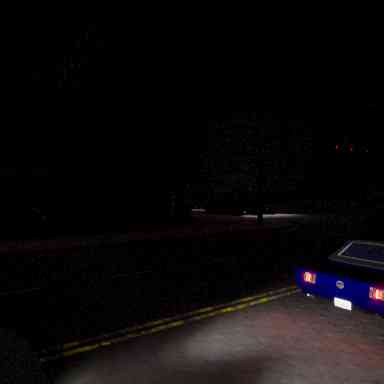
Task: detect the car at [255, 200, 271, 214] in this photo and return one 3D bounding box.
[{"bbox_3d":[6.226,1.505,35.532,1.837,1.490,4.892,0,0,-36],"label":"car"}]

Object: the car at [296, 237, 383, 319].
[{"bbox_3d":[4.368,1.601,6.885,4.718,1.301,1.895,0,0,-35],"label":"car"}]

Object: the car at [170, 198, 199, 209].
[{"bbox_3d":[-1.009,1.547,45.637,2.033,1.411,5.357,0,0,-36],"label":"car"}]

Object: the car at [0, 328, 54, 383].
[{"bbox_3d":[-3.115,1.601,1.530,4.718,1.301,1.895,0,0,-35],"label":"car"}]

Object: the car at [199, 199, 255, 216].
[{"bbox_3d":[3.417,1.547,33.442,2.033,1.411,5.357,0,0,-36],"label":"car"}]

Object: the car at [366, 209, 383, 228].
[{"bbox_3d":[12.991,1.564,20.245,1.994,1.385,4.181,0,0,-36],"label":"car"}]
